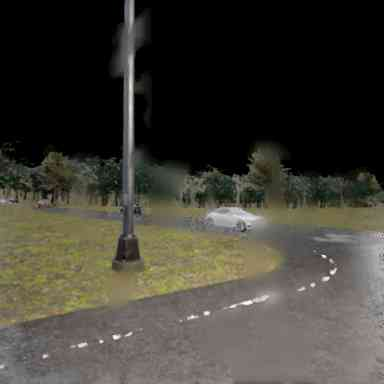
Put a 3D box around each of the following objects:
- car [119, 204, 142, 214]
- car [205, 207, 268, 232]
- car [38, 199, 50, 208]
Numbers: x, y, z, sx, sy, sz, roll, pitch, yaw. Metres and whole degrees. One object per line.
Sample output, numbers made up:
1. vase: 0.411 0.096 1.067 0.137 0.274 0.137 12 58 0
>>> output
1. car: -9.293 2.526 49.627 1.882 1.535 5.008 3 -3 -36
2. car: 2.651 1.687 21.012 1.812 1.442 4.674 3 -3 -36
3. car: -34.994 2.747 78.562 2.150 2.045 5.566 3 -3 -30
